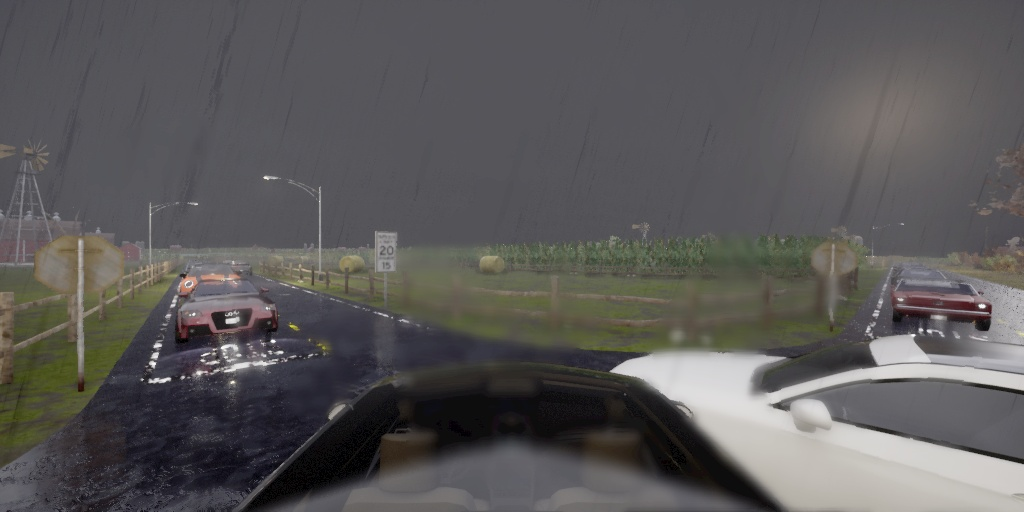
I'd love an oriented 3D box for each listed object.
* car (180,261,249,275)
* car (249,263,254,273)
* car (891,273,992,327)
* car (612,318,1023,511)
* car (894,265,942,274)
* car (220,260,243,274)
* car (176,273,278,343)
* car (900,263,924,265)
[{"bbox_3d":[-13.742,1.138,16.435,2.097,1.767,4.553,0,0,-42],"label":"car"},{"bbox_3d":[-27.038,1.279,35.643,2.128,1.511,4.902,0,0,-42],"label":"car"},{"bbox_3d":[13.500,1.397,11.470,4.718,1.301,1.895,0,1,-43],"label":"car"},{"bbox_3d":[2.836,1.294,2.391,1.812,1.442,4.674,0,1,-44],"label":"car"},{"bbox_3d":[20.567,1.362,18.045,5.357,1.411,2.033,0,1,-43],"label":"car"},{"bbox_3d":[-33.771,1.300,43.090,1.837,1.490,4.892,0,0,-42],"label":"car"},{"bbox_3d":[-7.956,1.354,9.961,1.994,1.385,4.181,0,0,-43],"label":"car"},{"bbox_3d":[27.312,1.399,24.311,4.181,1.385,1.994,0,1,-43],"label":"car"}]
